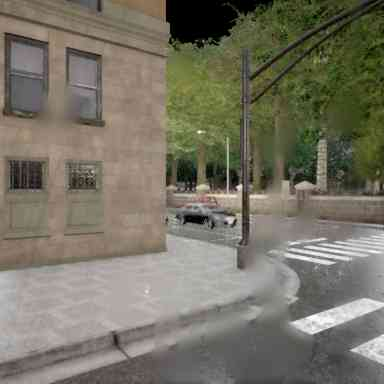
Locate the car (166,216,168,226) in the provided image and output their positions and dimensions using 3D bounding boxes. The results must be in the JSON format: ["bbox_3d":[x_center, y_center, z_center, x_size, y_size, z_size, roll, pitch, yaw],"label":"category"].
[{"bbox_3d":[-3.260,1.544,22.222,1.947,1.339,4.313,0,0,-35],"label":"car"}]

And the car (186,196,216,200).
[{"bbox_3d":[0.507,1.285,31.760,2.192,1.841,5.009,0,0,-35],"label":"car"}]

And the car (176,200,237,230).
[{"bbox_3d":[0.825,1.474,21.159,2.128,1.511,4.902,0,0,-35],"label":"car"}]
